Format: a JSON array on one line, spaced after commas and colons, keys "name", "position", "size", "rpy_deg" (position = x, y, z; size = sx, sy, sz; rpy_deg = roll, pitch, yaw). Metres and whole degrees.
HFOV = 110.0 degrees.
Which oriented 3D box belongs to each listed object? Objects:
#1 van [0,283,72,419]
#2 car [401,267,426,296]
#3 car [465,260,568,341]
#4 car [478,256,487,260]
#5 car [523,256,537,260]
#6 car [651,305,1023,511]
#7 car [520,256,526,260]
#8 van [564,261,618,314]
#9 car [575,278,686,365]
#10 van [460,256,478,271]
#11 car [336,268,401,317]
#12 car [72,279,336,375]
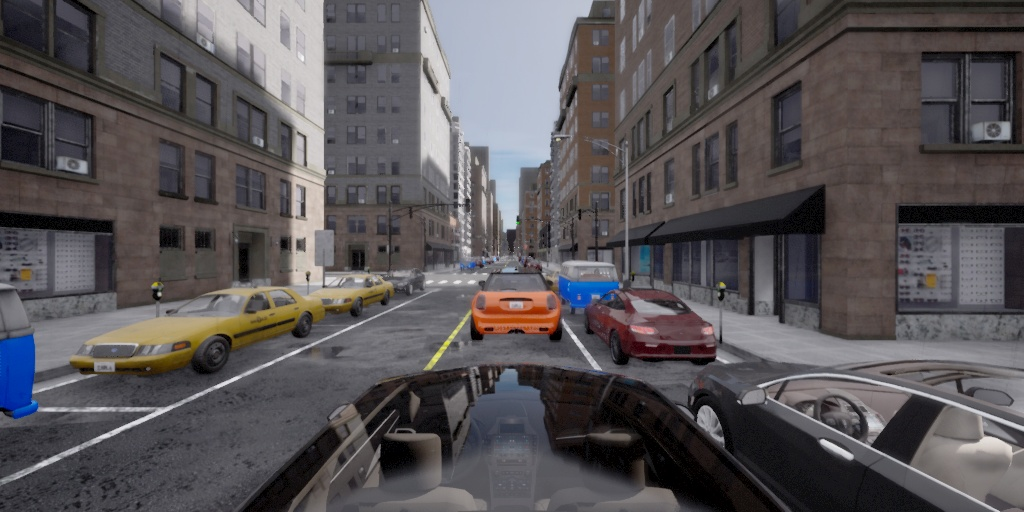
[{"name": "van", "position": [-5.859, 1.091, 2.059], "size": [1.690, 1.789, 3.998], "rpy_deg": [0, 0, 0]}, {"name": "car", "position": [-5.798, 1.283, 19.065], "size": [2.007, 1.370, 4.403], "rpy_deg": [0, 0, 0]}, {"name": "car", "position": [0.107, 1.096, 9.994], "size": [2.097, 1.767, 4.553], "rpy_deg": [0, 0, 0]}, {"name": "car", "position": [-5.659, 0.992, 57.434], "size": [2.192, 1.841, 5.009], "rpy_deg": [0, 0, 0]}, {"name": "car", "position": [2.826, 1.136, 46.248], "size": [1.967, 1.591, 4.097], "rpy_deg": [0, 0, 0]}, {"name": "car", "position": [2.666, 1.300, 2.042], "size": [2.007, 1.370, 4.403], "rpy_deg": [0, 0, 0]}, {"name": "car", "position": [2.867, 0.992, 57.418], "size": [2.192, 1.841, 5.009], "rpy_deg": [0, 0, 0]}, {"name": "van", "position": [2.707, 1.081, 13.383], "size": [1.690, 1.789, 3.998], "rpy_deg": [0, 0, 0]}, {"name": "car", "position": [2.687, 1.328, 7.713], "size": [1.802, 1.307, 4.207], "rpy_deg": [0, 0, 0]}, {"name": "van", "position": [-5.699, 1.037, 46.261], "size": [1.690, 1.789, 3.998], "rpy_deg": [0, 0, 0]}, {"name": "car", "position": [-5.819, 1.265, 13.228], "size": [1.751, 1.417, 4.829], "rpy_deg": [0, 0, 0]}, {"name": "car", "position": [-5.839, 1.271, 7.559], "size": [1.751, 1.417, 4.829], "rpy_deg": [0, 0, 0]}]
